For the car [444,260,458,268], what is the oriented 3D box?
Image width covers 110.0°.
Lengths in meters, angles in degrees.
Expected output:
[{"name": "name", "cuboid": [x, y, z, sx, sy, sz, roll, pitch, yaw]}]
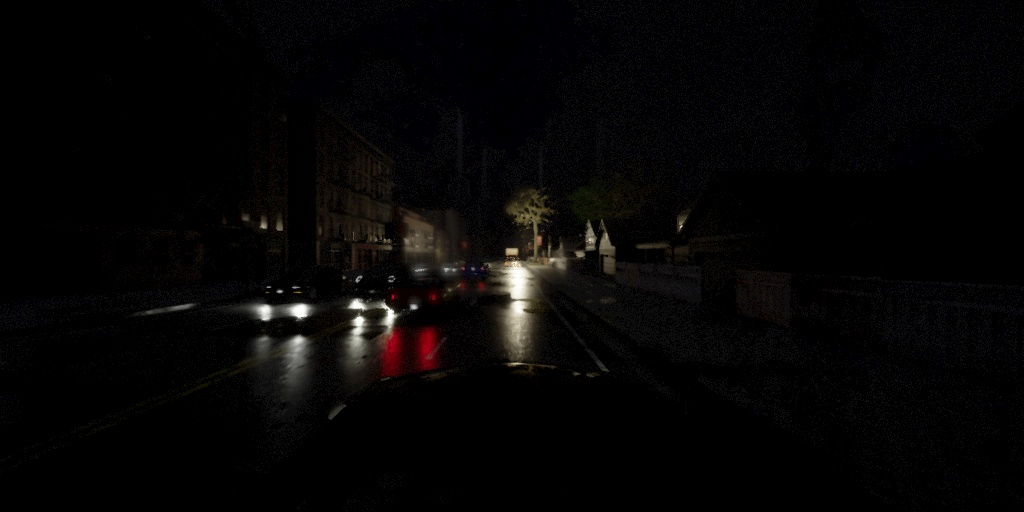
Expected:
[{"name": "car", "cuboid": [-9.800, 1.315, 58.260, 1.994, 1.385, 4.181, 0, 0, 1]}]

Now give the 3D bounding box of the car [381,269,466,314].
[{"name": "car", "cuboid": [-3.148, 1.352, 13.749, 1.895, 1.301, 4.718, 0, 0, 0]}]

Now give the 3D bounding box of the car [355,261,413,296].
[{"name": "car", "cuboid": [-6.597, 1.103, 19.160, 2.097, 1.767, 4.553, 0, 0, 0]}]

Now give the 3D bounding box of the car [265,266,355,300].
[{"name": "car", "cuboid": [-9.848, 1.256, 17.623, 1.837, 1.490, 4.892, 0, 0, 0]}]

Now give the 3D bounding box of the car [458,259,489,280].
[{"name": "car", "cuboid": [-3.150, 1.103, 31.262, 2.097, 1.767, 4.553, 0, 0, 0]}]
